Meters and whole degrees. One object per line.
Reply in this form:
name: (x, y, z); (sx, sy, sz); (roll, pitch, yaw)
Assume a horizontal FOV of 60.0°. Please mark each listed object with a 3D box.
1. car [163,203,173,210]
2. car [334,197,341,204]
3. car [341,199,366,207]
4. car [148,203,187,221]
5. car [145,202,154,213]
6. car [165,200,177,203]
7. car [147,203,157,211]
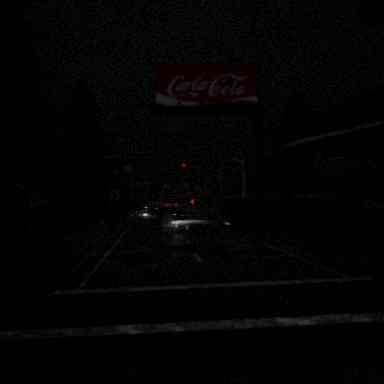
car: (-5.267, 3.101, 73.389); (1.994, 1.385, 4.181); (-1, -1, -7)
car: (35.131, 2.116, 82.309); (1.932, 1.855, 4.605); (-1, -1, -7)
car: (31.034, 2.019, 63.164); (2.007, 1.523, 4.514); (-1, -1, -7)
car: (-2.575, 2.350, 37.462); (1.837, 1.490, 4.892); (-4, 1, -39)
car: (-6.607, 2.542, 54.262); (2.097, 1.767, 4.553); (-1, -1, -7)
car: (-3.882, 2.520, 62.531); (2.150, 2.045, 5.566); (-1, -1, -7)
car: (-8.268, 3.026, 68.981); (1.837, 1.490, 4.892); (-1, -1, -7)
